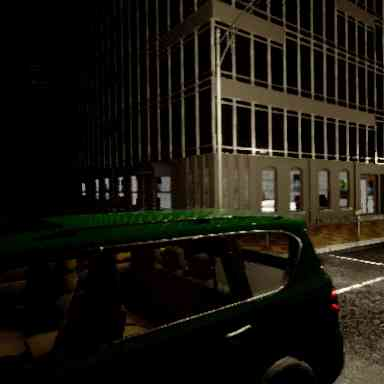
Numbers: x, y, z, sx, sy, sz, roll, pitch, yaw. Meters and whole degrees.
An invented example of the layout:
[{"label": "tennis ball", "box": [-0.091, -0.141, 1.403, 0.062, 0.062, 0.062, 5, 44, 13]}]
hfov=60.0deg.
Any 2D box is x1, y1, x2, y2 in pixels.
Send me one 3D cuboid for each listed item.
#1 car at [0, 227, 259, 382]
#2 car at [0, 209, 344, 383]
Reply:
[{"label": "car", "box": [-1.197, 1.521, 5.718, 4.829, 1.417, 1.752, 0, -1, -35]}, {"label": "car", "box": [-1.112, 1.220, 2.558, 5.566, 2.045, 2.150, 0, 0, -35]}]
